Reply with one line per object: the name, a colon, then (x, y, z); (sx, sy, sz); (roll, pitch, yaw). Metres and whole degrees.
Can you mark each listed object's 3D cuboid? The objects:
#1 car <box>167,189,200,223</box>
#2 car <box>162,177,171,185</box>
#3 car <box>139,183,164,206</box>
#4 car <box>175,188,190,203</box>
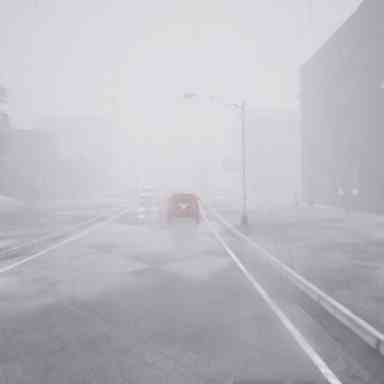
car: (-0.624, 0.988, 23.868); (2.150, 2.045, 5.566); (0, 2, -2)
car: (-6.042, -2.704, 79.515); (2.097, 1.767, 4.553); (0, 4, -2)
car: (-4.784, 0.391, 38.319); (2.150, 2.045, 5.566); (0, 3, -2)
car: (-1.228, 0.374, 42.549); (1.882, 1.535, 5.008); (0, 4, -2)
